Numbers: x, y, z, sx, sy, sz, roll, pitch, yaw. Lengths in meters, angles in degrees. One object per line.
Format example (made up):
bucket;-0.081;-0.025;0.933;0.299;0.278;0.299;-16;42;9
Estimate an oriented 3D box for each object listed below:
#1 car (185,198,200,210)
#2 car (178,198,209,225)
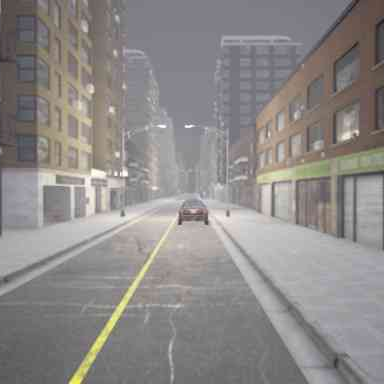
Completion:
car;0.073;1.514;42.910;1.812;1.442;4.674;0;0;0
car;0.093;1.348;24.370;2.097;1.767;4.553;0;0;0
